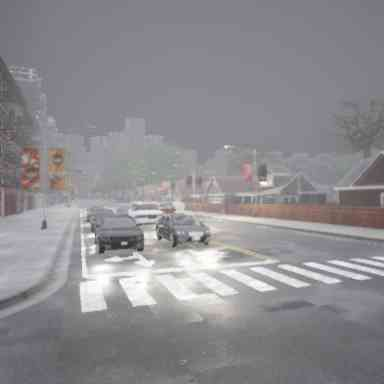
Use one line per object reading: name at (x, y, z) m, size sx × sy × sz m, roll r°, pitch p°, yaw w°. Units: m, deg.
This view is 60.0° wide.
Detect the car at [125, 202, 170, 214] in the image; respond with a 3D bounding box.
car at (-3.700, 1.802, 26.521) m, size 2.150 × 2.045 × 5.566 m, roll 0°, pitch -1°, yaw -18°

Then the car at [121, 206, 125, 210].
car at (-7.300, 2.311, 37.352) m, size 1.882 × 1.535 × 5.008 m, roll 0°, pitch -1°, yaw -18°

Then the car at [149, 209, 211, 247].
car at (-0.565, 1.852, 17.148) m, size 2.128 × 1.511 × 4.902 m, roll 0°, pitch -1°, yaw -19°

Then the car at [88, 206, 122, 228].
car at (-6.647, 2.083, 25.101) m, size 1.837 × 1.490 × 4.892 m, roll 0°, pitch -1°, yaw -18°

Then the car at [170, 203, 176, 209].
car at (-3.728, 2.356, 47.441) m, size 2.097 × 1.767 × 4.553 m, roll 0°, pitch -1°, yaw -18°

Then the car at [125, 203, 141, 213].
car at (-9.998, 2.707, 55.956) m, size 1.882 × 1.535 × 5.008 m, roll 0°, pitch -1°, yaw -18°

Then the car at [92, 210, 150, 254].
car at (-3.488, 1.833, 15.634) m, size 1.882 × 1.535 × 5.008 m, roll 0°, pitch -1°, yaw -18°

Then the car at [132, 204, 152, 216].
car at (-7.238, 2.534, 47.816) m, size 2.128 × 1.511 × 4.902 m, roll 0°, pitch -1°, yaw -18°

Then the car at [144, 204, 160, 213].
car at (-6.915, 2.786, 56.984) m, size 1.994 × 1.385 × 4.181 m, roll 0°, pitch -1°, yaw -18°

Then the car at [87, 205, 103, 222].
car at (-9.875, 2.157, 34.801) m, size 2.097 × 1.767 × 4.553 m, roll 0°, pitch -1°, yaw -18°
